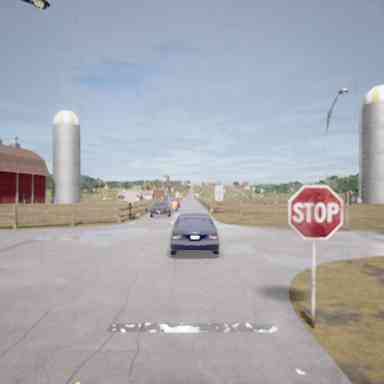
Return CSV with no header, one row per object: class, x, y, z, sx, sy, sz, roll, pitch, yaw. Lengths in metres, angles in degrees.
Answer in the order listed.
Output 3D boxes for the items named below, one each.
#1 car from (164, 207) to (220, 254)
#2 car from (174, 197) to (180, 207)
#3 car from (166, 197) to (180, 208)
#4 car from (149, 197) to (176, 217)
car,0.093,1.567,13.678,2.033,1.411,5.357,0,0,0
car,-2.841,1.409,41.127,2.097,1.767,4.553,0,0,0
car,-2.836,1.589,51.268,1.882,1.535,5.008,0,0,0
car,-2.848,1.536,31.428,1.837,1.490,4.892,0,0,0
